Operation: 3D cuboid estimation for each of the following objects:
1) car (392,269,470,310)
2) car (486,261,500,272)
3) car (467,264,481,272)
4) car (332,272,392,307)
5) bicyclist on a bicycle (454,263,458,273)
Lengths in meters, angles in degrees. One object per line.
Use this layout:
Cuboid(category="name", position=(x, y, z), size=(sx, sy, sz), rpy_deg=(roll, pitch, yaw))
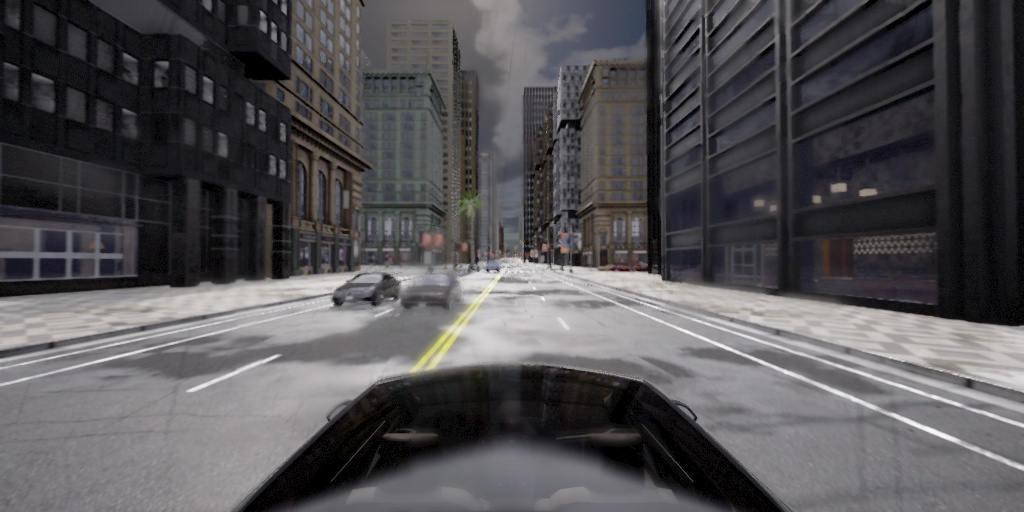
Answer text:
Cuboid(category="car", position=(-3.350, 1.497, 16.063), size=(2.033, 1.411, 5.357), rpy_deg=(0, -1, 0))
Cuboid(category="car", position=(-3.261, 1.825, 61.551), size=(2.150, 2.045, 5.566), rpy_deg=(0, -1, 0))
Cuboid(category="car", position=(-6.512, 2.116, 61.576), size=(1.994, 1.385, 4.181), rpy_deg=(0, -1, 0))
Cuboid(category="car", position=(-6.604, 1.486, 16.874), size=(1.812, 1.442, 4.674), rpy_deg=(0, -1, 0))
Cuboid(category="bicyclist on a bicycle", position=(-8.782, 1.919, 56.530), size=(0.582, 1.620, 1.656), rpy_deg=(-1, -4, 2))
